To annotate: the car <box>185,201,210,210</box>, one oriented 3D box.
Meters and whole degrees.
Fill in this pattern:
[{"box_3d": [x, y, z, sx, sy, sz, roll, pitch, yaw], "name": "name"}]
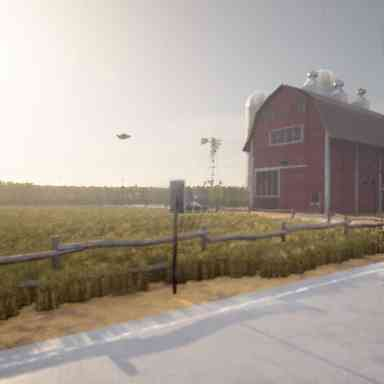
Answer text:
[{"box_3d": [-0.072, 1.716, 37.453, 1.882, 1.535, 5.008, 1, -1, -38], "name": "car"}]
